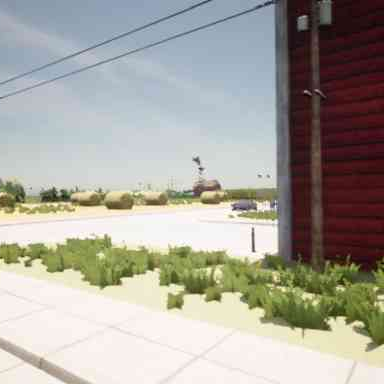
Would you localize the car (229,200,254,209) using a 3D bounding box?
[{"bbox_3d":[7.595,1.827,50.473,1.895,1.301,4.718,-1,-1,35],"label":"car"}]

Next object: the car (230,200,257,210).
[{"bbox_3d":[6.899,1.700,43.222,1.994,1.385,4.181,-1,-1,35],"label":"car"}]

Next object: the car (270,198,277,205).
[{"bbox_3d":[14.303,1.685,54.022,2.128,1.511,4.902,-1,0,34],"label":"car"}]
